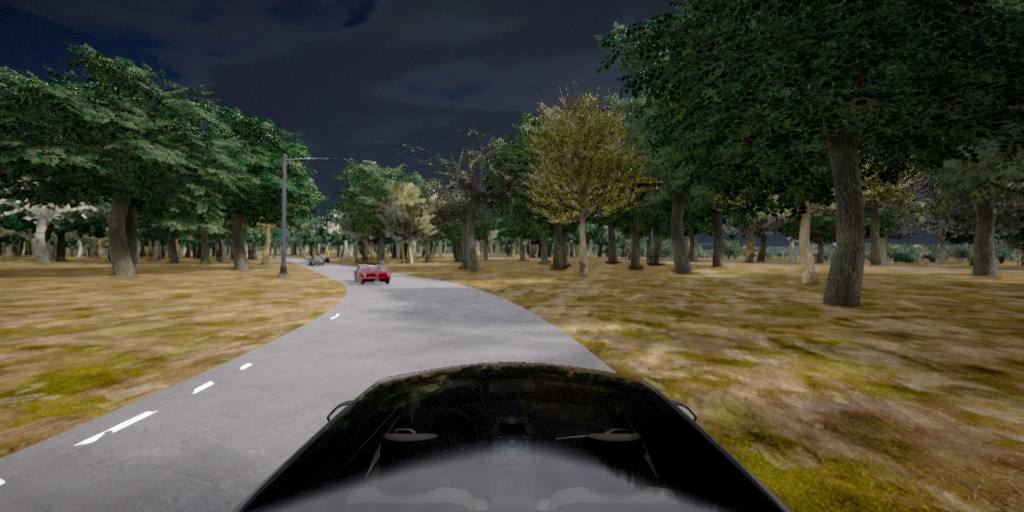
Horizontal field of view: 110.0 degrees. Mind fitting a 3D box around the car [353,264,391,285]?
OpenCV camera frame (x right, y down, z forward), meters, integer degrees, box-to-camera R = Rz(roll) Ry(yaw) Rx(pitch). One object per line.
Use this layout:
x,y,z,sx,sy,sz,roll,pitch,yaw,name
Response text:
-9.720,1.258,24.801,1.895,1.301,4.718,1,0,-30,car
